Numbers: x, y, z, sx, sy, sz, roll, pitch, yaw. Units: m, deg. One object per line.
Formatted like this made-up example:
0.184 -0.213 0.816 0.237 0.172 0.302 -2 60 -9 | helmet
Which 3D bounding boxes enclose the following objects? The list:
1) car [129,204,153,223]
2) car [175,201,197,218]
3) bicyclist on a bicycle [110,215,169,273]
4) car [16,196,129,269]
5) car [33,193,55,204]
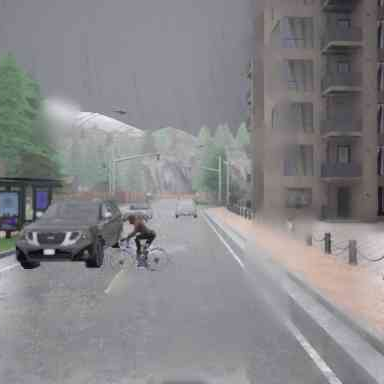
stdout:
-4.105 1.600 25.555 1.895 1.301 4.718 0 0 -1 | car
-0.534 1.525 29.961 1.812 1.442 4.674 0 0 -1 | car
-1.480 1.453 9.225 1.656 1.620 0.582 -2 0 -1 | bicyclist on a bicycle
-3.826 1.220 11.540 2.150 2.045 5.566 0 0 -1 | car
-26.311 1.158 59.282 1.932 1.855 4.605 0 0 -3 | car
